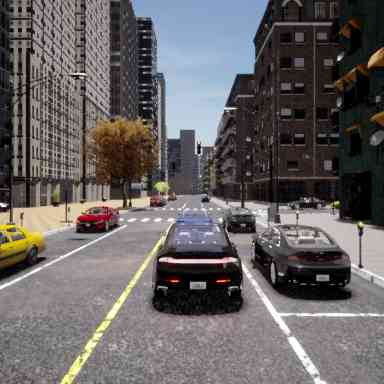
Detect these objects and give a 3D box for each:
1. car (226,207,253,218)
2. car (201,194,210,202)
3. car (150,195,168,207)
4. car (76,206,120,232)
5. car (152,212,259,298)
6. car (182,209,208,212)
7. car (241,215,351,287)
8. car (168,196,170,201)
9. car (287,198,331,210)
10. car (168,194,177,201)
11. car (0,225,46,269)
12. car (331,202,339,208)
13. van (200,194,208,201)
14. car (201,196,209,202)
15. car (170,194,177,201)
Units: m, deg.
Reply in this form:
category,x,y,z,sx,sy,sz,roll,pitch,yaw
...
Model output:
category,x,y,z,sx,sy,sz,roll,pitch,yaw
car,2.778,1.555,20.161,2.008,1.369,4.403,0,0,0
car,3.023,1.630,74.639,1.947,1.339,4.313,0,0,0
car,-5.457,1.349,52.586,2.192,1.841,5.009,0,0,0
car,-5.602,1.549,20.198,1.887,1.381,4.507,0,0,0
car,0.126,1.492,8.496,2.128,1.511,4.902,0,0,0
car,0.159,1.605,18.613,1.895,1.301,4.718,0,0,1
car,2.728,1.552,9.095,2.008,1.369,4.403,0,0,0
car,-5.432,1.607,58.109,1.947,1.339,4.313,0,0,0
car,13.602,1.359,39.518,4.403,1.369,2.008,-1,1,0
car,-5.284,1.410,91.246,2.192,1.841,5.009,0,0,0
car,-5.653,1.526,8.963,1.752,1.417,4.829,0,0,0
car,18.999,1.259,39.548,4.829,1.417,1.752,-1,1,0
van,3.072,1.424,85.686,1.690,1.788,3.998,0,0,0
car,3.049,1.599,80.332,1.752,1.417,4.829,0,0,0
car,-5.308,1.649,85.724,1.947,1.339,4.313,0,0,0
